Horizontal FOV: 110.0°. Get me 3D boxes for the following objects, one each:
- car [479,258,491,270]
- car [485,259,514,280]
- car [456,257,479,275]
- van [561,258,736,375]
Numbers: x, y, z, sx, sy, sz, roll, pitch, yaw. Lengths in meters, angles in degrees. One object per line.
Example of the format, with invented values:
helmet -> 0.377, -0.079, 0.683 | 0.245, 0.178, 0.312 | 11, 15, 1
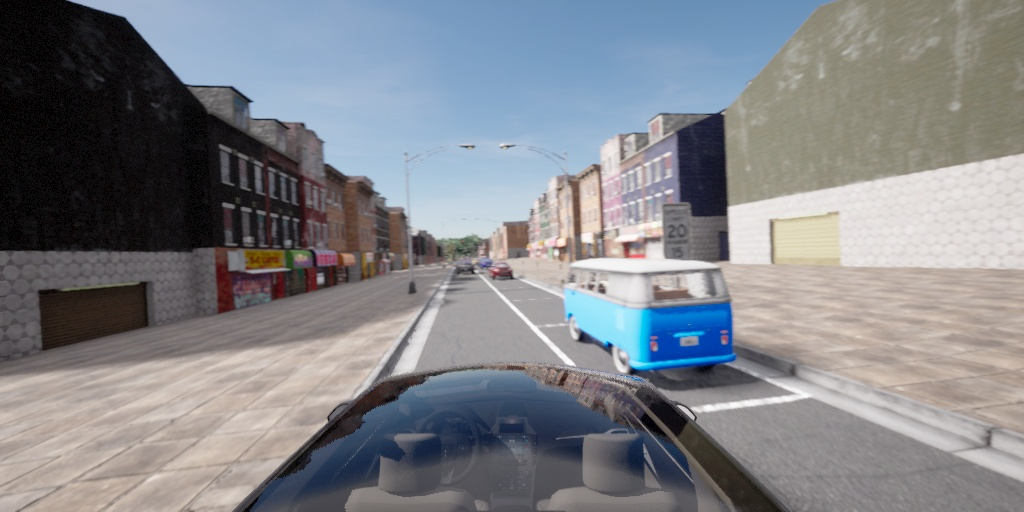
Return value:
car -> -3.217, 1.048, 47.251 | 1.812, 1.442, 4.674 | -3, 0, -8
car -> -0.871, 1.135, 28.491 | 1.802, 1.307, 4.207 | 0, 0, -8
car -> -4.992, 1.160, 38.761 | 2.128, 1.511, 4.902 | -3, 1, -8
van -> 2.246, 0.945, 6.847 | 1.690, 1.789, 3.998 | 0, 0, -8
